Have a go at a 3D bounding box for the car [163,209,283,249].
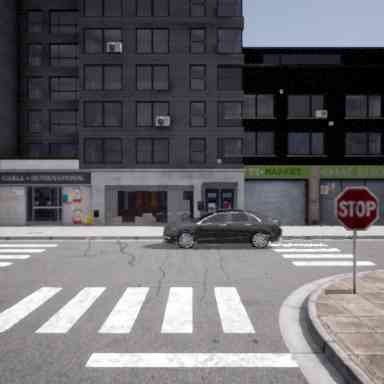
[{"bbox_3d":[1.244,1.490,13.830,4.892,1.490,1.837,0,0,0],"label":"car"}]
